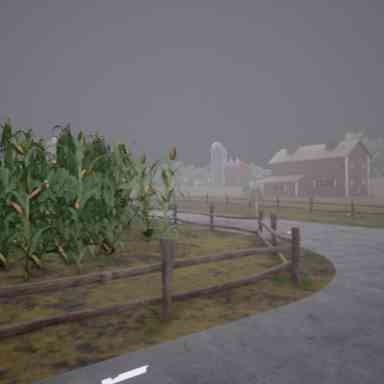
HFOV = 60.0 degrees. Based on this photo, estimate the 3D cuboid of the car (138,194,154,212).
[{"bbox_3d":[-5.437,1.003,31.664,2.097,1.767,4.553,-2,2,-35],"label":"car"}]
